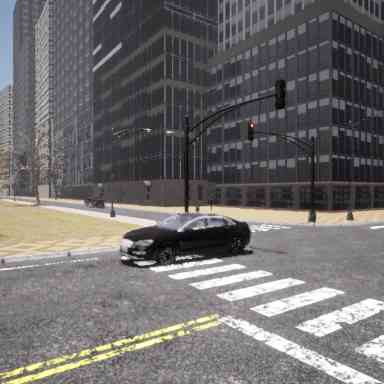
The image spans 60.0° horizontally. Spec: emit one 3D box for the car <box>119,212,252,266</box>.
[{"bbox_3d":[-0.062,1.492,11.605,4.902,1.511,2.128,0,0,-35],"label":"car"}]

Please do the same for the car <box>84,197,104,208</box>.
[{"bbox_3d":[-14.480,1.506,49.169,1.837,1.490,4.892,0,0,-35],"label":"car"}]
